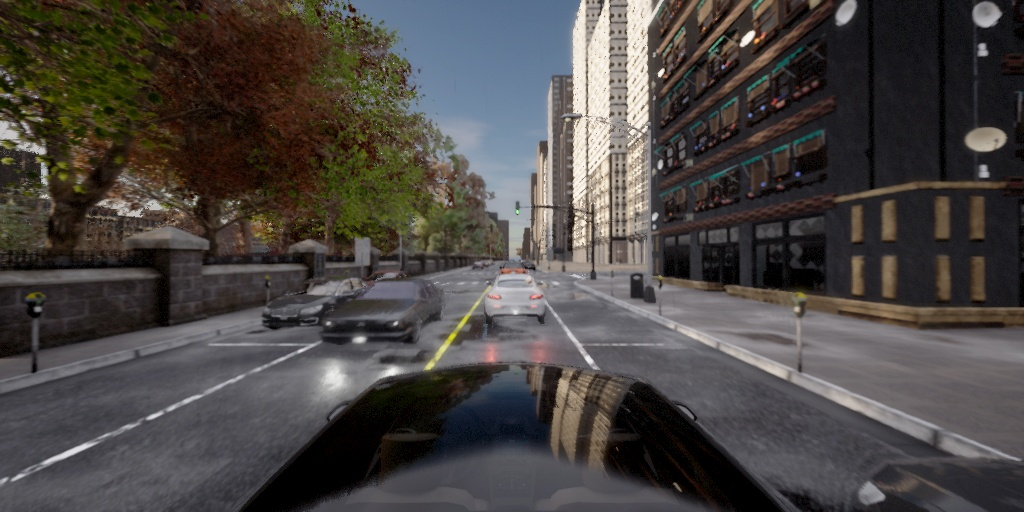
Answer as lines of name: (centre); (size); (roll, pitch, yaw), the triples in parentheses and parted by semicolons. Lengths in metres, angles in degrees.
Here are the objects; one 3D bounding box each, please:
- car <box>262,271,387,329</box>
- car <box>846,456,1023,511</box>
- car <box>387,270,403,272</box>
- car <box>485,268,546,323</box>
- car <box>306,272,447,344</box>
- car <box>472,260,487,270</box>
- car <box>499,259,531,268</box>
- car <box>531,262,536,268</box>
car: (-5.769, 1.339, 11.237); (2.007, 1.370, 4.403); (0, 0, 0)
car: (2.688, 1.294, 0.164); (2.007, 1.370, 4.403); (0, 0, 0)
car: (-5.821, 1.356, 16.777); (1.888, 1.381, 4.507); (0, 0, 0)
car: (0.099, 1.318, 12.251); (1.812, 1.442, 4.674); (0, 0, 0)
car: (-3.094, 1.330, 9.944); (2.033, 1.411, 5.357); (0, 0, 0)
car: (-5.693, 1.593, 60.327); (1.802, 1.307, 4.207); (0, 0, 0)
car: (0.099, 1.208, 27.372); (2.097, 1.767, 4.553); (0, 0, 0)
car: (2.687, 1.549, 54.695); (1.948, 1.339, 4.313); (0, 0, 0)
